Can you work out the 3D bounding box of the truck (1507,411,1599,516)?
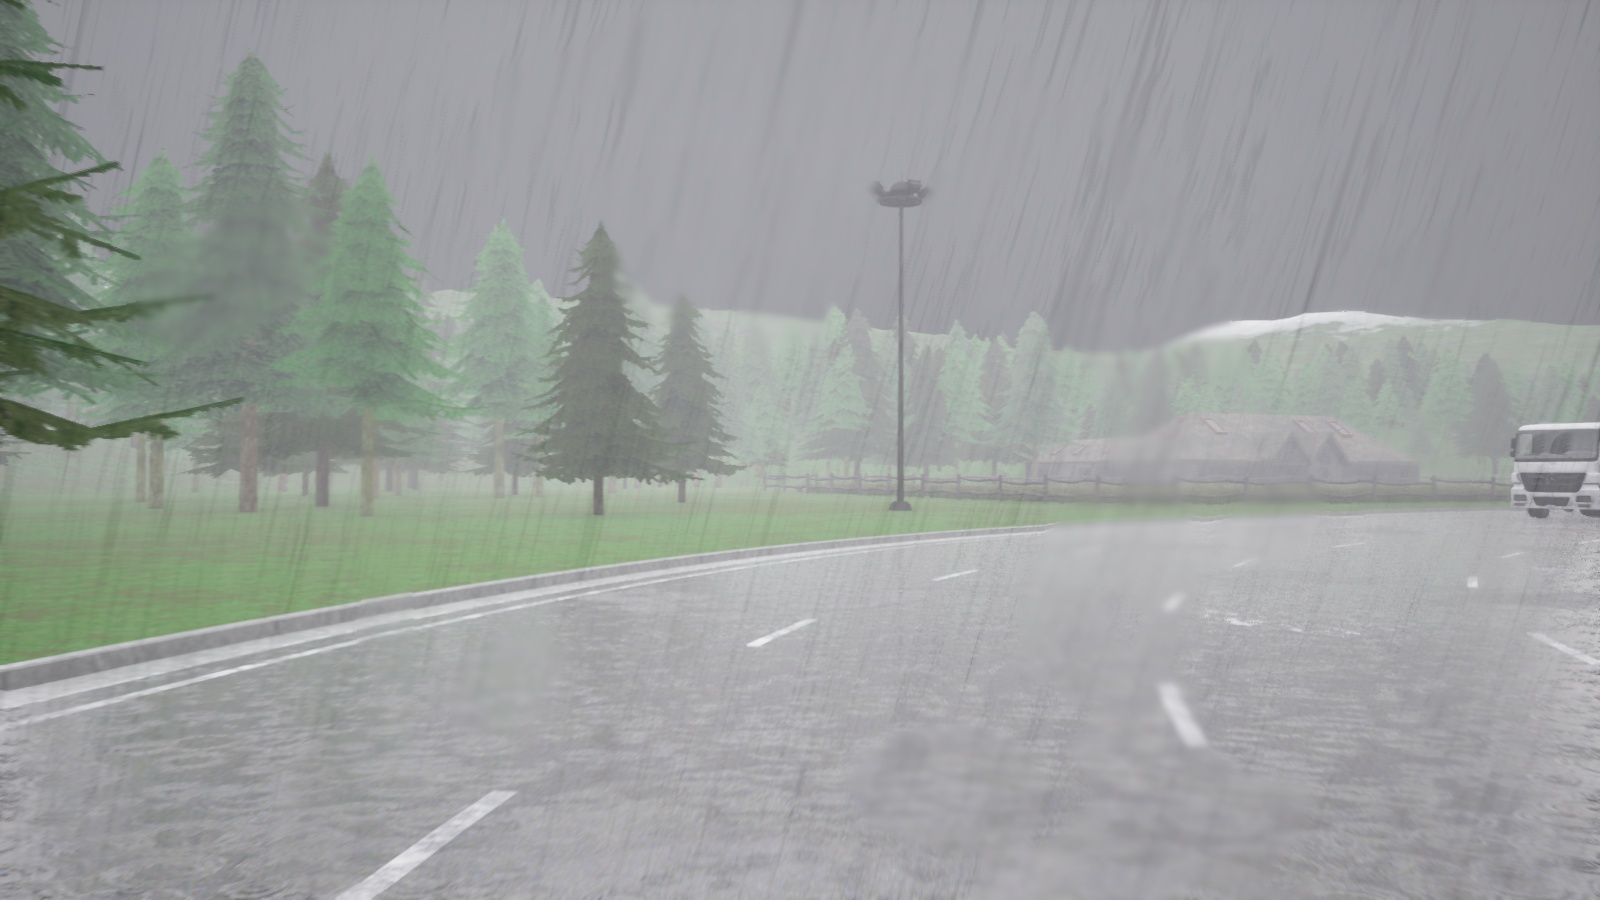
[{"bbox_3d":[28.981,0.497,45.144,7.936,3.462,2.891,0,-1,-34],"label":"truck"}]
